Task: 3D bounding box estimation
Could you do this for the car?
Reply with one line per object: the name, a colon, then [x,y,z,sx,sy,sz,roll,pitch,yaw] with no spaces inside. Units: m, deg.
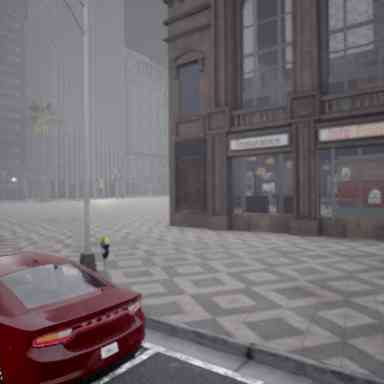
car: [-2.708,1.595,4.897,4.507,1.381,1.887,-1,0,36]
